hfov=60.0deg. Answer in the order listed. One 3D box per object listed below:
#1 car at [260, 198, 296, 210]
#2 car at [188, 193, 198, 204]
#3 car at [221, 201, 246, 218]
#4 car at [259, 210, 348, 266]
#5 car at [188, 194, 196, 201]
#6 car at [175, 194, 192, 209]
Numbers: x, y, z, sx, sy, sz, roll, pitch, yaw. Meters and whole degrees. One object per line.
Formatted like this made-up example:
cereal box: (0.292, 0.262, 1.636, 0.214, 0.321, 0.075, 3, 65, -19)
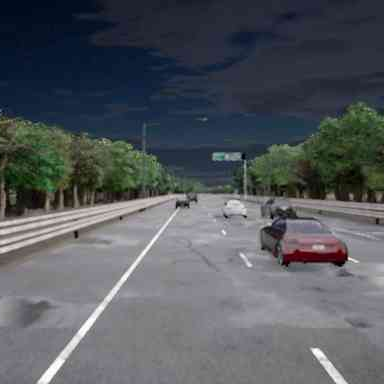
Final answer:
car: (7.102, 1.300, 27.744, 2.097, 1.767, 4.553, 0, 0, 0)
car: (0.005, 1.156, 63.161, 2.150, 2.045, 5.566, 0, 0, 0)
car: (3.603, 1.472, 29.114, 1.812, 1.442, 4.674, 0, 0, 0)
car: (3.601, 1.539, 11.465, 1.994, 1.385, 4.181, 0, 0, 0)
car: (0.006, 1.272, 81.072, 1.882, 1.535, 5.008, 0, 0, 0)
car: (-1.222, 1.411, 44.108, 1.882, 1.535, 5.008, 0, 0, 0)
